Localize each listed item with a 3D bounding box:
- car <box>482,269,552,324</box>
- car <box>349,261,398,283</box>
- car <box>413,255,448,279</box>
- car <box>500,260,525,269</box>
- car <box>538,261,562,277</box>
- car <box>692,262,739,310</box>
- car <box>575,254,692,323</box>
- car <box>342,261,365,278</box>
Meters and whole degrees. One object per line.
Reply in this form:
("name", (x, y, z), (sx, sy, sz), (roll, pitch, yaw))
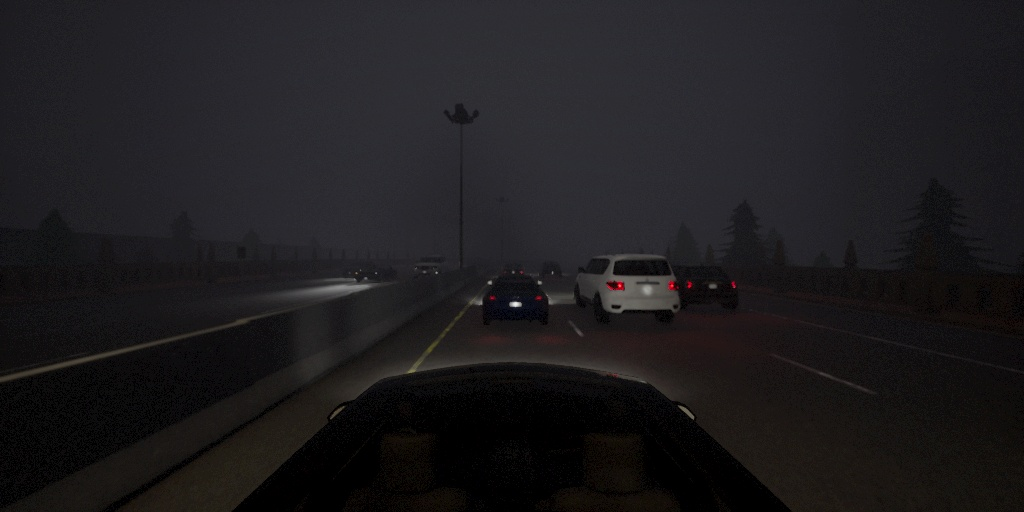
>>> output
("car", (0.101, 1.303, 11.925), (1.994, 1.385, 4.181), (0, 0, 0))
("car", (-10.593, 1.319, 28.204), (1.895, 1.301, 4.718), (0, 0, 0))
("car", (-7.082, 0.936, 31.824), (2.150, 2.045, 5.566), (0, 0, 0))
("car", (0.101, 1.264, 29.778), (2.033, 1.411, 5.357), (0, 0, 0))
("car", (3.603, 1.216, 34.153), (1.837, 1.490, 4.892), (0, 0, 0))
("car", (7.101, 1.088, 14.796), (2.097, 1.767, 4.553), (0, 0, 0))
("car", (3.601, 0.961, 12.223), (2.150, 2.045, 5.566), (0, 0, 0))
("car", (-14.060, 1.216, 33.523), (1.837, 1.490, 4.892), (0, 0, 0))
